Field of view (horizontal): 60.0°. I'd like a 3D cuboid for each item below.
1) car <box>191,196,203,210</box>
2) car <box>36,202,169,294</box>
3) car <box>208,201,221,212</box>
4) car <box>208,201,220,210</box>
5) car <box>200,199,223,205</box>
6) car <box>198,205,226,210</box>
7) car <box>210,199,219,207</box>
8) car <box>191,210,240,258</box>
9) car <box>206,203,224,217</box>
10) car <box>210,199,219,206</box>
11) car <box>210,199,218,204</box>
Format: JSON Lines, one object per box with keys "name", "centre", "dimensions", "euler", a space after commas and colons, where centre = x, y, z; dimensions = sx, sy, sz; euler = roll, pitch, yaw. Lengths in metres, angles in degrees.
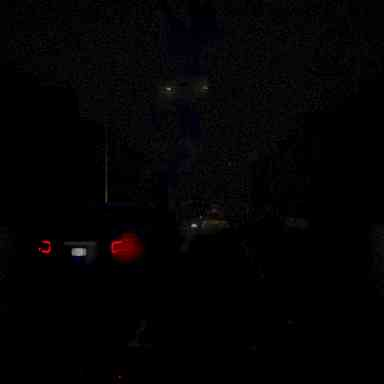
{"name": "car", "centre": [0.985, 1.720, 52.499], "dimensions": [2.150, 2.045, 5.566], "euler": [0, -1, 4]}
{"name": "car", "centre": [-1.992, 1.268, 9.064], "dimensions": [2.150, 2.045, 5.566], "euler": [0, -1, 4]}
{"name": "car", "centre": [3.177, 1.947, 47.036], "dimensions": [1.752, 1.417, 4.829], "euler": [0, -1, 4]}
{"name": "car", "centre": [3.541, 2.067, 52.528], "dimensions": [1.802, 1.307, 4.206], "euler": [0, -1, 4]}
{"name": "car", "centre": [2.040, 1.675, 29.883], "dimensions": [1.967, 1.590, 4.097], "euler": [0, -1, 4]}
{"name": "car", "centre": [1.300, 1.649, 18.728], "dimensions": [1.752, 1.417, 4.829], "euler": [0, -1, 4]}
{"name": "car", "centre": [4.303, 2.149, 64.021], "dimensions": [1.752, 1.417, 4.829], "euler": [0, -1, 4]}
{"name": "car", "centre": [0.913, 1.619, 12.896], "dimensions": [2.008, 1.369, 4.403], "euler": [0, -1, 4]}
{"name": "car", "centre": [2.415, 1.877, 35.542], "dimensions": [1.802, 1.307, 4.206], "euler": [0, -1, 4]}
{"name": "car", "centre": [4.668, 2.236, 69.513], "dimensions": [1.887, 1.381, 4.507], "euler": [0, -1, 4]}
{"name": "car", "centre": [5.794, 2.462, 86.498], "dimensions": [2.008, 1.369, 4.403], "euler": [0, -1, 4]}
